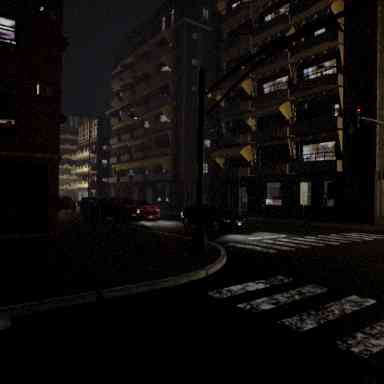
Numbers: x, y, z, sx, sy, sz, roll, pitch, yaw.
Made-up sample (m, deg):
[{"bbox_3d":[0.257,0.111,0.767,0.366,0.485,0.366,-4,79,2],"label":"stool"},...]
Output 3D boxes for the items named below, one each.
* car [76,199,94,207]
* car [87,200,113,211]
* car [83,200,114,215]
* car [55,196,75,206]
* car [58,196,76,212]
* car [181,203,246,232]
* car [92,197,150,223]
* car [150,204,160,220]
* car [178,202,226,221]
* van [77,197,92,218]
[{"bbox_3d":[-18.449,1.866,57.292,1.802,1.307,4.206,1,-1,-35],"label":"car"},{"bbox_3d":[-12.331,1.741,44.392,1.994,1.385,4.181,1,-1,-35],"label":"car"},{"bbox_3d":[-10.251,1.650,36.360,1.994,1.385,4.181,1,-1,-35],"label":"car"},{"bbox_3d":[-22.459,1.599,58.712,2.097,1.767,4.553,1,-1,-36],"label":"car"},{"bbox_3d":[-15.210,1.368,39.091,2.192,1.841,5.009,1,-1,-35],"label":"car"},{"bbox_3d":[1.190,1.527,20.251,1.837,1.490,4.892,1,-1,-36],"label":"car"},{"bbox_3d":[-5.544,1.310,25.439,2.192,1.841,5.009,1,-1,-35],"label":"car"},{"bbox_3d":[-4.541,1.404,28.296,2.097,1.767,4.553,1,-1,-35],"label":"car"},{"bbox_3d":[0.784,1.686,30.130,1.752,1.417,4.829,1,-1,-35],"label":"car"},{"bbox_3d":[-8.766,1.354,29.989,1.690,1.788,3.998,1,-1,-35],"label":"van"}]
